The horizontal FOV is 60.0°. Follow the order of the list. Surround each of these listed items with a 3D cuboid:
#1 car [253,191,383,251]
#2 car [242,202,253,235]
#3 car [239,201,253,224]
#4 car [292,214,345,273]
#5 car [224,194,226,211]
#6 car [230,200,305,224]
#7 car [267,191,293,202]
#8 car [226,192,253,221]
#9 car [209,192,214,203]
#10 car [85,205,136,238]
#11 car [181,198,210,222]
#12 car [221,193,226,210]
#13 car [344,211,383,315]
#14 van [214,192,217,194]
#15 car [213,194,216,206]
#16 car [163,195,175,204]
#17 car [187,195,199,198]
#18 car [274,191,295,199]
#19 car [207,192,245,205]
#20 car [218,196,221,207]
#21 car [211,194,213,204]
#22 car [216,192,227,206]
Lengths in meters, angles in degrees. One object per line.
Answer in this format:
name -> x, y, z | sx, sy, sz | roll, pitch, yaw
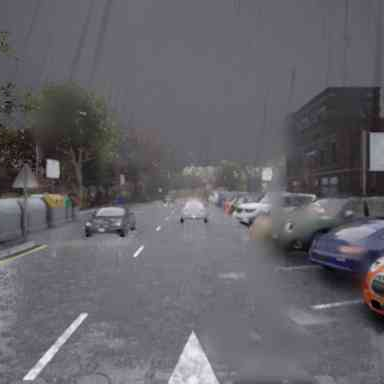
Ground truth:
car -> 5.333, 1.159, 11.811 | 5.566, 2.045, 2.435 | 1, 1, -20
car -> 5.179, 1.388, 14.771 | 5.366, 1.575, 1.946 | 1, 1, -20
car -> 5.336, 1.406, 17.828 | 4.792, 1.488, 2.163 | 1, 1, -20
car -> 5.329, 1.468, 8.835 | 4.674, 1.452, 2.002 | 1, 0, -20
car -> 5.365, 1.207, 26.843 | 4.553, 1.767, 2.185 | 1, 0, -20
car -> 5.360, 1.377, 23.829 | 4.792, 1.488, 2.163 | 1, 1, -20
car -> 18.428, 0.932, 69.884 | 2.435, 2.045, 5.566 | 0, 1, -21
car -> 5.353, 1.110, 20.828 | 5.566, 2.045, 2.435 | 1, 1, -20
car -> 5.258, 1.248, 47.809 | 5.366, 1.575, 1.946 | 1, 0, -20
car -> -4.024, 1.421, 17.103 | 1.812, 1.442, 4.674 | 0, 0, 0
car -> 0.138, 1.384, 24.396 | 1.812, 1.442, 4.674 | 0, 0, 0
car -> 5.374, 1.195, 29.844 | 4.553, 1.767, 2.185 | 1, 0, -20
car -> 5.357, 1.321, 5.838 | 4.553, 1.767, 2.185 | 1, 1, -20
van -> 5.542, 1.051, 41.909 | 4.442, 1.987, 1.878 | 1, 0, -20
car -> 5.419, 1.286, 38.865 | 5.008, 1.535, 2.097 | 1, 0, -20
car -> -3.977, 1.221, 58.346 | 2.128, 1.511, 4.902 | 0, 0, 1
car -> 0.154, 1.142, 41.819 | 2.097, 1.767, 4.553 | 0, 0, 0
car -> 24.061, 0.878, 87.023 | 2.435, 2.045, 5.566 | 0, -1, -21
car -> 5.451, 0.981, 53.901 | 5.566, 2.045, 2.435 | 1, 0, -20
car -> 5.415, 1.349, 32.853 | 4.674, 1.452, 2.002 | 1, 0, -20
car -> 5.438, 1.304, 44.867 | 4.674, 1.452, 2.002 | 1, 0, -20
car -> 5.455, 1.172, 35.861 | 4.553, 1.767, 2.185 | 1, 0, -20
